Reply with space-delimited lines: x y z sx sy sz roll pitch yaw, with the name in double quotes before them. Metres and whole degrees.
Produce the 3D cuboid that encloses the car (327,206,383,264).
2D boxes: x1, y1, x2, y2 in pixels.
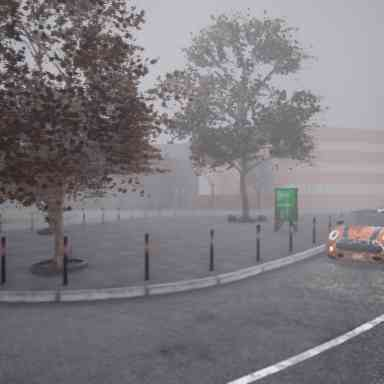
"car" 6.462 1.401 11.868 2.097 1.767 4.553 -1 -1 39
